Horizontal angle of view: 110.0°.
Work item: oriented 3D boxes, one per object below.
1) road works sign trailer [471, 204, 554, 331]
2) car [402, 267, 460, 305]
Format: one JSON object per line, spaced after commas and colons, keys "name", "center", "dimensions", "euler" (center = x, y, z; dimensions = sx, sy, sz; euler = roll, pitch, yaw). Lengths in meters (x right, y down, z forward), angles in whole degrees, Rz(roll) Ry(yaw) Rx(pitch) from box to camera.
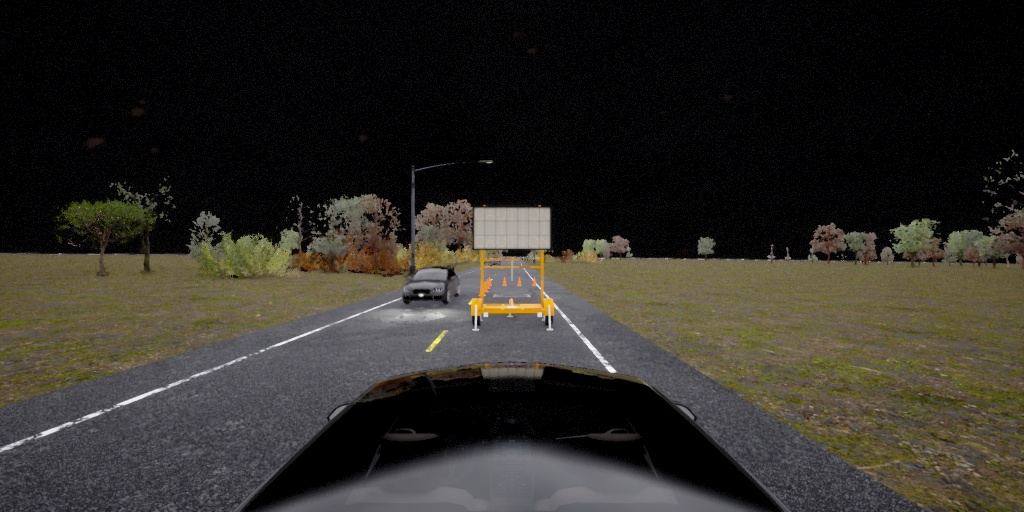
{"name": "road works sign trailer", "center": [0.004, 0.218, 11.040], "dimensions": [2.380, 3.560, 2.880], "euler": [0, 0, -1]}
{"name": "car", "center": [-3.508, 1.261, 16.291], "dimensions": [1.837, 1.490, 4.892], "euler": [0, 0, 0]}
